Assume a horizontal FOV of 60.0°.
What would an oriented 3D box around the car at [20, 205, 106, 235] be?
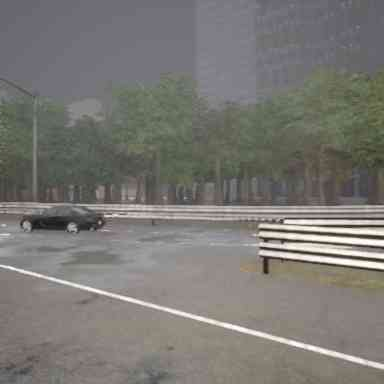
[{"bbox_3d":[-7.289,1.496,18.706,5.008,1.535,1.882,0,0,19],"label":"car"}]
